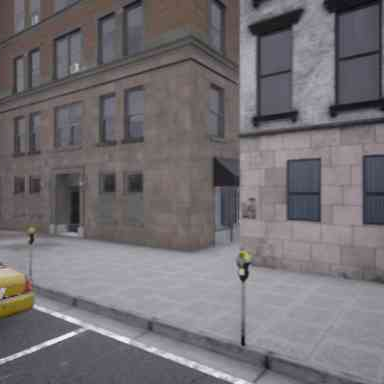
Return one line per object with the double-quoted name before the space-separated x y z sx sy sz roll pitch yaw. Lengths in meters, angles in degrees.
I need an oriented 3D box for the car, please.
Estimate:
"car" -4.899 1.524 6.303 4.829 1.417 1.752 0 0 35
